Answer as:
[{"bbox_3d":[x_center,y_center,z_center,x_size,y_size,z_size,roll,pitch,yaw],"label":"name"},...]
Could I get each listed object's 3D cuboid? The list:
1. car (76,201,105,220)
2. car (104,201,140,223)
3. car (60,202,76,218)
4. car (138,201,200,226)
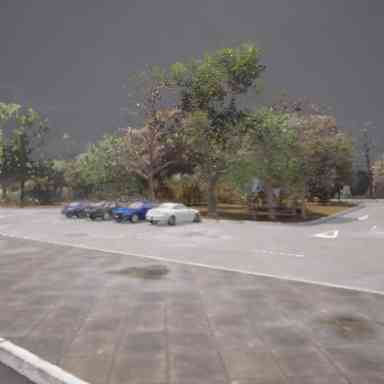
[{"bbox_3d":[-6.488,1.453,27.166,2.231,1.521,4.892,0,0,36],"label":"car"},{"bbox_3d":[-3.817,1.453,25.272,2.097,1.535,5.008,0,0,36],"label":"car"},{"bbox_3d":[-9.152,1.491,29.072,2.002,1.452,4.674,0,0,36],"label":"car"},{"bbox_3d":[-1.260,1.494,23.436,2.002,1.452,4.674,0,0,36],"label":"car"}]
